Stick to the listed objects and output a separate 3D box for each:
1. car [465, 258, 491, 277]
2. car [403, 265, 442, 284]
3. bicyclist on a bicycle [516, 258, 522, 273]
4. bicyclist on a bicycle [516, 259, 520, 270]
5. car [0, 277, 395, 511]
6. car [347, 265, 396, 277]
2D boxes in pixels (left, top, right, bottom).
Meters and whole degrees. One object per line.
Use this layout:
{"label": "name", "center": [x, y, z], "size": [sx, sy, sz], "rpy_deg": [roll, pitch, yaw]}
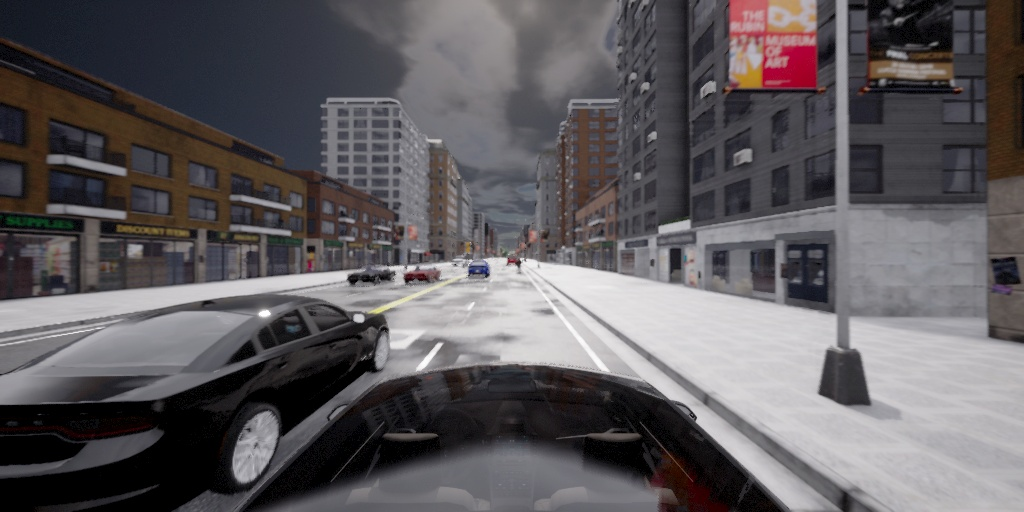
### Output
{"label": "car", "center": [-3.154, 1.212, 35.248], "size": [1.882, 1.535, 5.008], "rpy_deg": [0, 0, 0]}
{"label": "car", "center": [-6.600, 1.339, 26.741], "size": [1.895, 1.301, 4.718], "rpy_deg": [0, 0, 0]}
{"label": "bicyclist on a bicycle", "center": [0.889, 1.102, 42.510], "size": [0.659, 1.776, 1.843], "rpy_deg": [0, 0, 0]}
{"label": "bicyclist on a bicycle", "center": [0.889, 1.180, 51.513], "size": [0.582, 1.620, 1.656], "rpy_deg": [0, 0, 0]}
{"label": "car", "center": [-3.151, 1.226, 4.540], "size": [1.882, 1.535, 5.008], "rpy_deg": [0, 0, 0]}
{"label": "car", "center": [-9.851, 1.339, 25.430], "size": [1.895, 1.301, 4.718], "rpy_deg": [0, 0, 0]}
